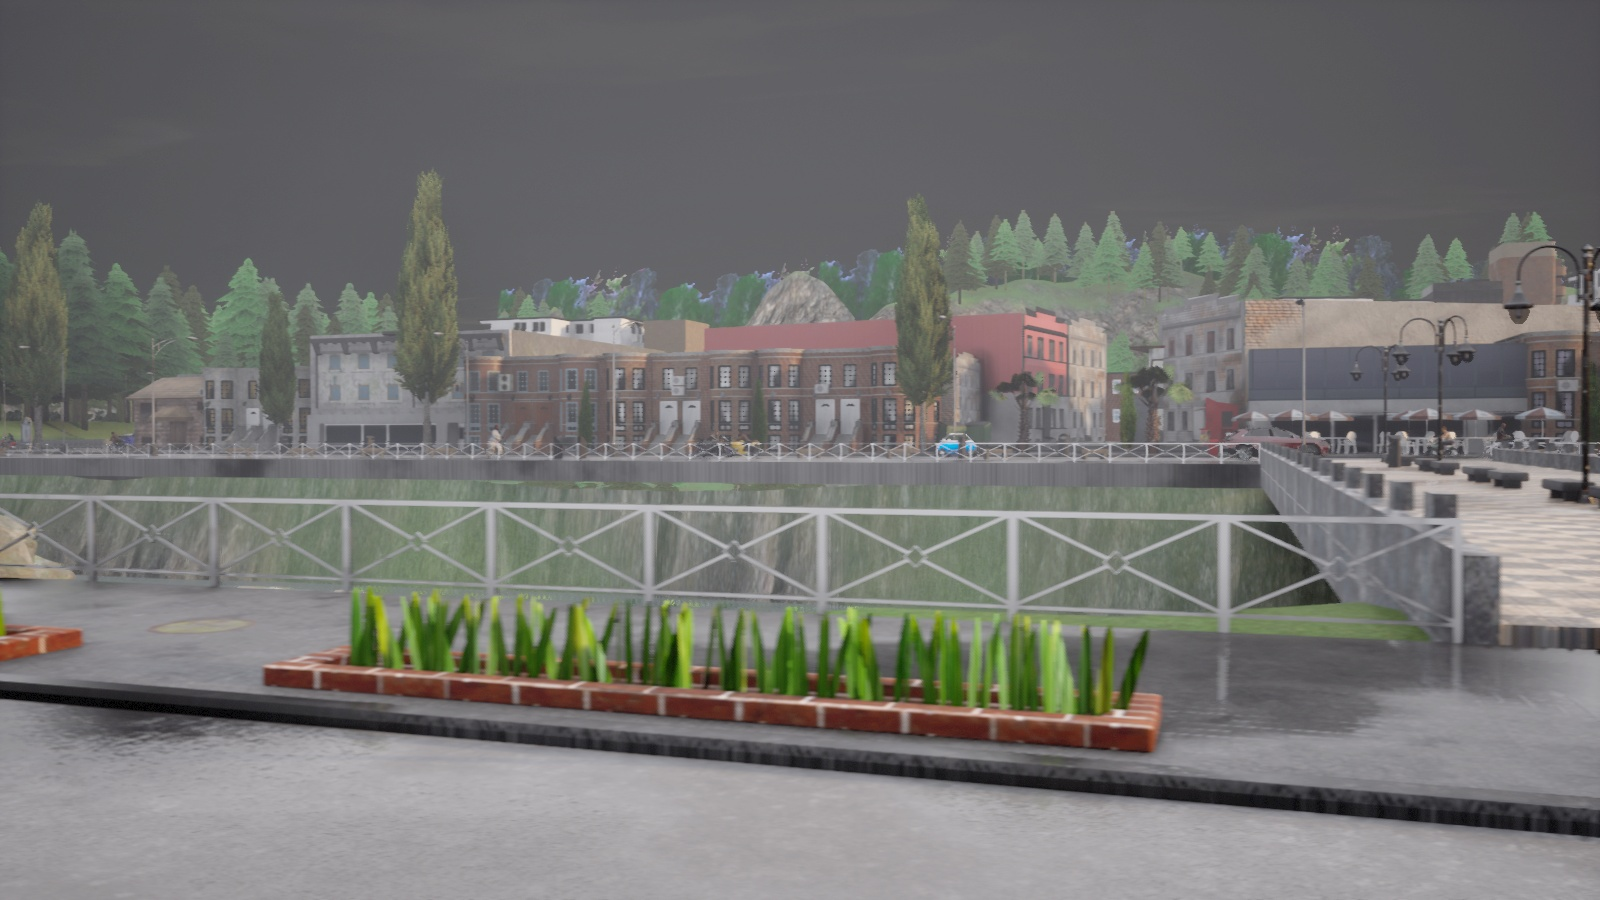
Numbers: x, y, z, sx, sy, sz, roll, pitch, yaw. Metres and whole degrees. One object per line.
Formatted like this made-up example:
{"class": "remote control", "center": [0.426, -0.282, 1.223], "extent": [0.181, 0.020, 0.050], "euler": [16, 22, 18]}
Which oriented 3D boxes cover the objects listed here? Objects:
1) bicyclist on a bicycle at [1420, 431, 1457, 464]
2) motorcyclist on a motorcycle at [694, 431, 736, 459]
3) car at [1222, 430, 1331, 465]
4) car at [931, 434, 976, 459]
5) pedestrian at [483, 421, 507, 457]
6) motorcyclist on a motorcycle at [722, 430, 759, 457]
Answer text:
{"class": "bicyclist on a bicycle", "center": [31.703, -0.116, 62.346], "extent": [1.509, 1.612, 0.866], "euler": [1, 1, 19]}
{"class": "motorcyclist on a motorcycle", "center": [-4.755, -0.284, 70.383], "extent": [2.191, 1.530, 0.866], "euler": [1, 1, 19]}
{"class": "car", "center": [23.095, -0.133, 61.021], "extent": [4.856, 1.649, 2.033], "euler": [0, 1, 19]}
{"class": "car", "center": [8.561, -0.210, 70.126], "extent": [2.207, 1.376, 1.481], "euler": [1, 1, 19]}
{"class": "pedestrian", "center": [-15.848, -0.568, 65.267], "extent": [0.900, 1.855, 0.874], "euler": [0, 1, 15]}
{"class": "motorcyclist on a motorcycle", "center": [-3.511, -0.393, 74.182], "extent": [2.044, 1.523, 0.797], "euler": [1, 1, 19]}
